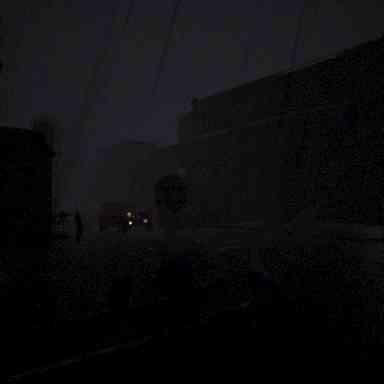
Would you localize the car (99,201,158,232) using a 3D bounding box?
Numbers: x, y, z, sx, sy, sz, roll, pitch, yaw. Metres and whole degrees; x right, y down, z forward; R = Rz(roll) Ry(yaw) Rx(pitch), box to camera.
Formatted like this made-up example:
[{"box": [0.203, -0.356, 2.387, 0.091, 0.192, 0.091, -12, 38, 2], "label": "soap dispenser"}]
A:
[{"box": [-4.496, 1.634, 22.589, 2.150, 2.045, 5.566, 1, -5, -37], "label": "car"}]

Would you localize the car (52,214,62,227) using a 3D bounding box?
[{"box": [-16.703, 3.316, 38.932, 1.882, 1.535, 5.008, 1, -4, -37], "label": "car"}]
